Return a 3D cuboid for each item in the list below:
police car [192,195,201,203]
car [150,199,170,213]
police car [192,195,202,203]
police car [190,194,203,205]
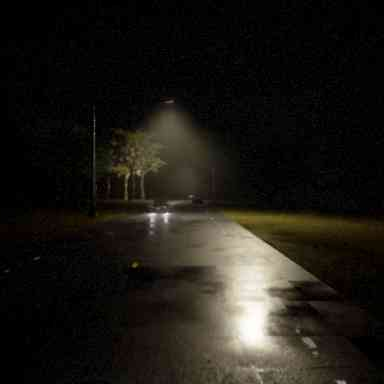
[{"bbox_3d":[1.030,1.599,78.187,1.930,1.638,5.238,0,0,0],"label":"police car"},{"bbox_3d":[-3.601,1.574,37.980,1.837,1.490,4.892,0,0,0],"label":"car"},{"bbox_3d":[1.032,1.587,72.189,1.930,1.638,5.238,0,0,0],"label":"police car"},{"bbox_3d":[1.034,1.560,62.189,1.930,1.638,5.238,0,0,0],"label":"police car"}]
